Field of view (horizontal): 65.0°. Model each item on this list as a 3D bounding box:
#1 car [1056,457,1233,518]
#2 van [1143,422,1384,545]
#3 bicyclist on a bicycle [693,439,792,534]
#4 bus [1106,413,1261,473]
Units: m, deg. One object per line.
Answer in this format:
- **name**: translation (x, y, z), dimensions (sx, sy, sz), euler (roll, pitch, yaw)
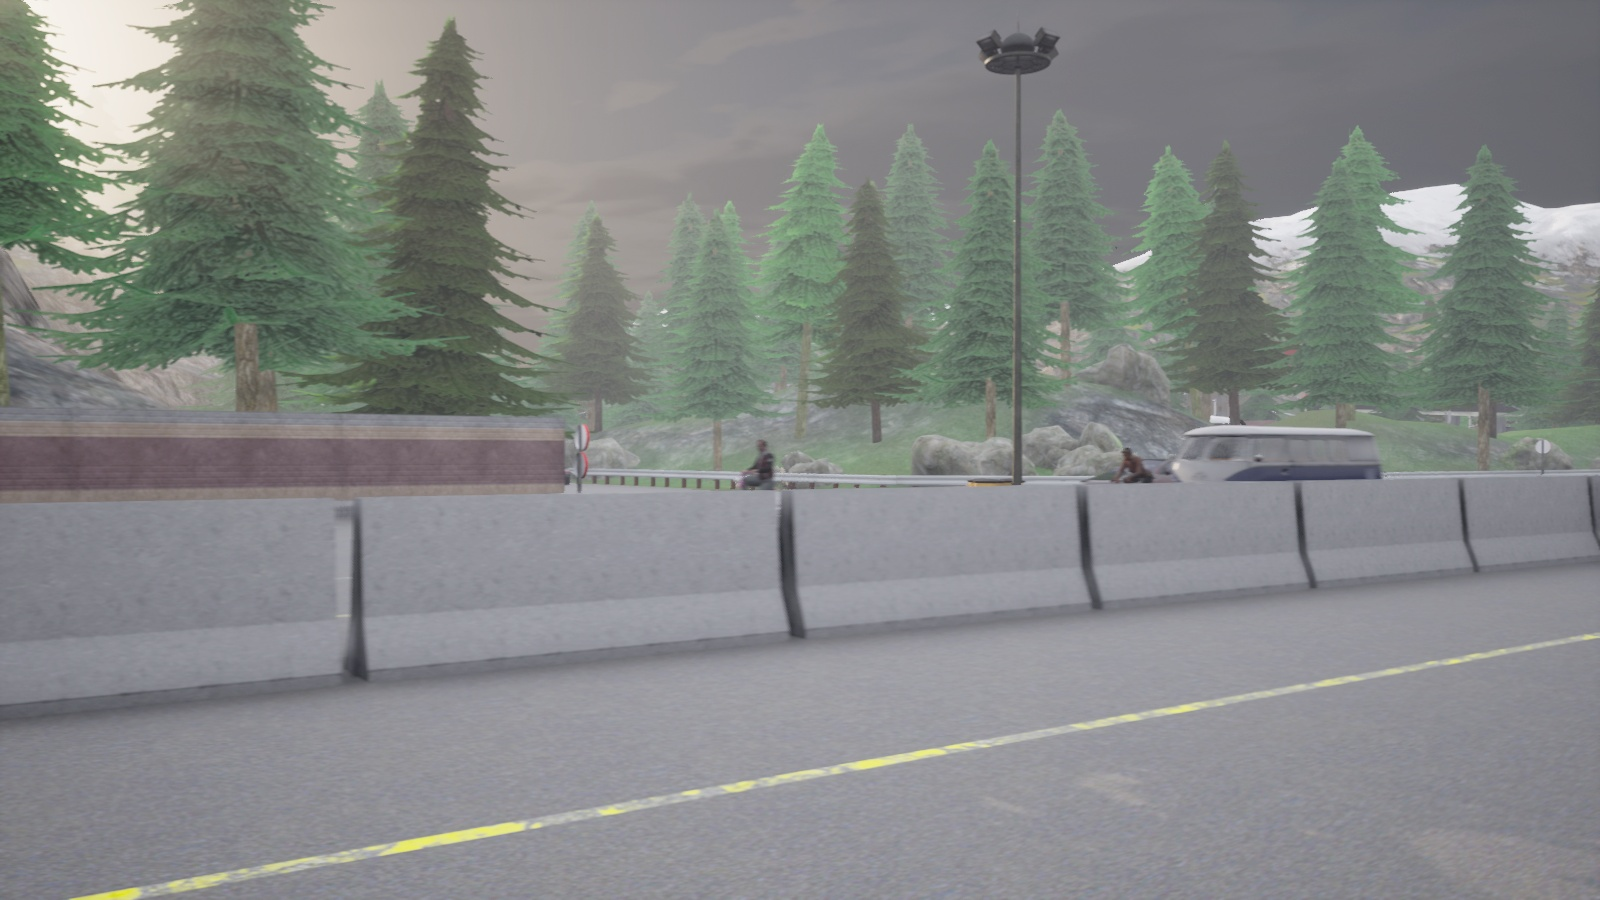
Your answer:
- **car**: translation (8.501, 0.866, 30.891), dimensions (4.181, 1.385, 1.994), euler (0, 0, -35)
- **van**: translation (8.237, 0.533, 22.182), dimensions (4.442, 1.987, 1.775), euler (0, 0, -35)
- **bicyclist on a bicycle**: translation (-1.094, 0.677, 24.217), dimensions (1.843, 1.776, 0.659), euler (0, 0, -35)
- **bus**: translation (28.191, -0.480, 92.473), dimensions (10.273, 4.253, 3.944), euler (0, 0, 32)
